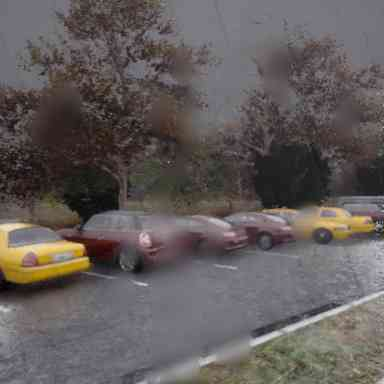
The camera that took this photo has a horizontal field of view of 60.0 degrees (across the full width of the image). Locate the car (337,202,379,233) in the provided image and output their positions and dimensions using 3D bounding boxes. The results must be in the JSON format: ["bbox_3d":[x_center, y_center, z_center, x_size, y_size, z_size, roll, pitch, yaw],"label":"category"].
[{"bbox_3d":[6.786,1.489,17.918,5.366,1.575,1.946,-1,-1,33],"label":"car"}]

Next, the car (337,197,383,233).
[{"bbox_3d":[9.311,1.361,19.613,4.553,1.767,2.185,-1,0,32],"label":"car"}]

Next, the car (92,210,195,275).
[{"bbox_3d":[-2.507,1.373,10.690,4.553,1.767,2.185,-1,-1,34],"label":"car"}]

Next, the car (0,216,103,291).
[{"bbox_3d":[-5.080,1.501,9.068,5.366,1.575,1.946,-1,0,34],"label":"car"}]

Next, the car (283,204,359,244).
[{"bbox_3d":[4.747,1.486,15.925,5.366,1.575,1.946,-1,-1,33],"label":"car"}]

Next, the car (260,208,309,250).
[{"bbox_3d":[2.228,1.535,14.233,4.674,1.452,2.002,-1,-1,33],"label":"car"}]

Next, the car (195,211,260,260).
[{"bbox_3d":[-0.144,1.537,12.461,4.674,1.452,2.002,-1,-1,34],"label":"car"}]
